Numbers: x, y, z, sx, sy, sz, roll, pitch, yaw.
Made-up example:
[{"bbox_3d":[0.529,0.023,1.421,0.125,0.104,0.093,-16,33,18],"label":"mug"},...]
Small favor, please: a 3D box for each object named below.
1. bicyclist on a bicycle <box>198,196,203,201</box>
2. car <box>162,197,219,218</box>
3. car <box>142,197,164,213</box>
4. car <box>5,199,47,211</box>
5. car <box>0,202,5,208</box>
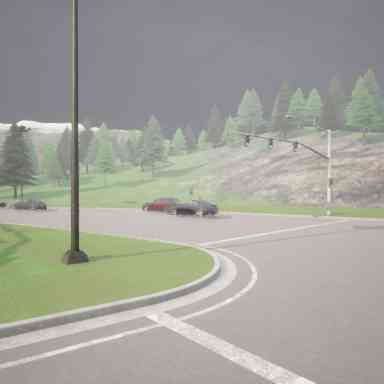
[{"bbox_3d":[0.929,1.302,38.432,0.582,1.620,1.656,0,0,34],"label":"bicyclist on a bicycle"},{"bbox_3d":[0.075,1.492,29.750,4.902,1.511,2.128,0,0,36],"label":"car"},{"bbox_3d":[-3.251,1.352,36.230,4.553,1.767,2.097,0,0,34],"label":"car"},{"bbox_3d":[-19.650,1.564,39.892,4.181,1.385,1.994,0,0,16],"label":"car"},{"bbox_3d":[-27.752,1.601,44.893,4.718,1.301,1.895,0,0,5],"label":"car"}]
